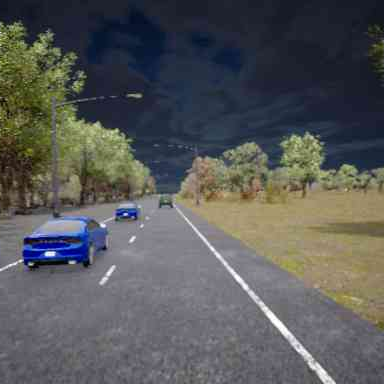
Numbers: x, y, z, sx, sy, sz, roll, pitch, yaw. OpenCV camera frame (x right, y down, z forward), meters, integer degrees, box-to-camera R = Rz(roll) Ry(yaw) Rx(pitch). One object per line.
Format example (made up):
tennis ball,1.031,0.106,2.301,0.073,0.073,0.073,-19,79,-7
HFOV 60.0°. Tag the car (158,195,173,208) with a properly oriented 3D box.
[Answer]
car,-4.233,1.509,53.684,2.150,2.045,5.566,-2,0,-5

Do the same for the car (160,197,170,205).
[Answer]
car,-5.934,1.876,73.016,1.882,1.535,5.008,-2,0,-5

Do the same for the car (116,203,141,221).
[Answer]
car,-5.811,1.735,30.538,1.882,1.535,5.008,-2,0,-5

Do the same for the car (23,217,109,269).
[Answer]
car,-4.265,1.634,11.981,1.882,1.535,5.008,-2,0,-5
